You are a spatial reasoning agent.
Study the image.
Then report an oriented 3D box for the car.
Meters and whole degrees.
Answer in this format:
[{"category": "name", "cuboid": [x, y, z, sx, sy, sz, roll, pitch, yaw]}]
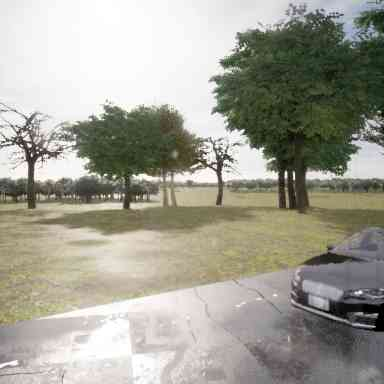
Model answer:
[{"category": "car", "cuboid": [4.051, 1.490, 6.637, 4.902, 1.511, 2.128, 0, 0, -34]}]
